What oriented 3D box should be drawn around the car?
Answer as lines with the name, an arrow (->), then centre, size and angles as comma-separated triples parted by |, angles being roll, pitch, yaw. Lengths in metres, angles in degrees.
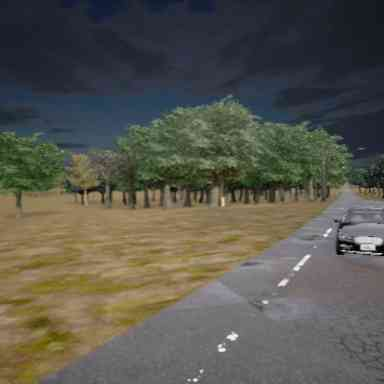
car -> 6.287, 1.326, 11.906 | 2.128, 1.511, 4.902 | 1, 1, 27
